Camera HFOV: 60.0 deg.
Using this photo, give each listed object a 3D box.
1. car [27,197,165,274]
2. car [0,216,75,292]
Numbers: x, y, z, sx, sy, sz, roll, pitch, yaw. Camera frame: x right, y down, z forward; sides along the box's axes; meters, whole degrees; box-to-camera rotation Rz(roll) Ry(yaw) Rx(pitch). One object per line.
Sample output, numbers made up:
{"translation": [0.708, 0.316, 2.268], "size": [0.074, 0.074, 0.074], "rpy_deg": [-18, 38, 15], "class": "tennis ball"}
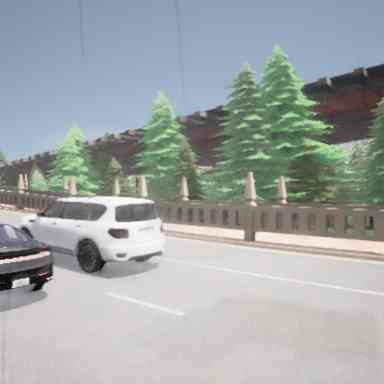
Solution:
{"translation": [-3.405, 1.152, 10.669], "size": [5.566, 2.045, 2.150], "rpy_deg": [2, 1, 36], "class": "car"}
{"translation": [-5.127, 1.424, 7.592], "size": [4.902, 1.511, 2.128], "rpy_deg": [1, 1, 36], "class": "car"}
